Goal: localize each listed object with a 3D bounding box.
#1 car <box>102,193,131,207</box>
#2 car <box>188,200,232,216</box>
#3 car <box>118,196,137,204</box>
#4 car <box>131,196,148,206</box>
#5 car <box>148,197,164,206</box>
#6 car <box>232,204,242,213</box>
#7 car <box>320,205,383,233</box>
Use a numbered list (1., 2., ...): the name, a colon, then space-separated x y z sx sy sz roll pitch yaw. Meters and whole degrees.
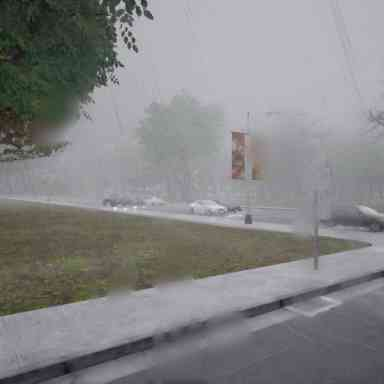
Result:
1. car: -11.952 1.185 51.145 2.150 2.045 5.566 0 0 -35
2. car: 1.427 1.506 32.192 1.812 1.442 4.674 0 0 -35
3. car: -12.312 1.485 63.028 1.812 1.442 4.674 0 0 -35
4. car: -9.327 1.481 53.065 1.837 1.490 4.892 0 0 -35
5. car: -6.318 1.488 54.616 1.812 1.442 4.674 0 0 -36
6. car: 2.971 1.522 35.649 2.033 1.411 5.357 0 0 -35
7. car: 9.981 1.520 19.953 1.812 1.442 4.674 0 0 -31
